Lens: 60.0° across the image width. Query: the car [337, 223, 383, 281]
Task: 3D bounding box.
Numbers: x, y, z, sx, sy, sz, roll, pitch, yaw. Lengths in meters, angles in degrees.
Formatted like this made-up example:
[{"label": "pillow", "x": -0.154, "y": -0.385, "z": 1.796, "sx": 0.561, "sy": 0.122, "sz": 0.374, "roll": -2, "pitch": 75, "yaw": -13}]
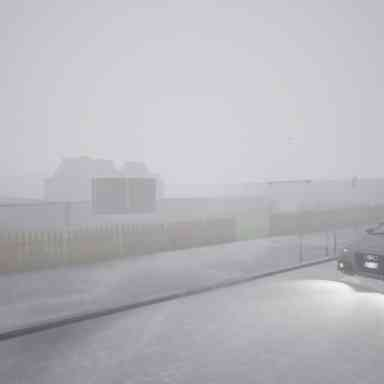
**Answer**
[{"label": "car", "x": 5.614, "y": 1.420, "z": 8.541, "sx": 4.181, "sy": 1.385, "sz": 1.994, "roll": -1, "pitch": 1, "yaw": -35}]
